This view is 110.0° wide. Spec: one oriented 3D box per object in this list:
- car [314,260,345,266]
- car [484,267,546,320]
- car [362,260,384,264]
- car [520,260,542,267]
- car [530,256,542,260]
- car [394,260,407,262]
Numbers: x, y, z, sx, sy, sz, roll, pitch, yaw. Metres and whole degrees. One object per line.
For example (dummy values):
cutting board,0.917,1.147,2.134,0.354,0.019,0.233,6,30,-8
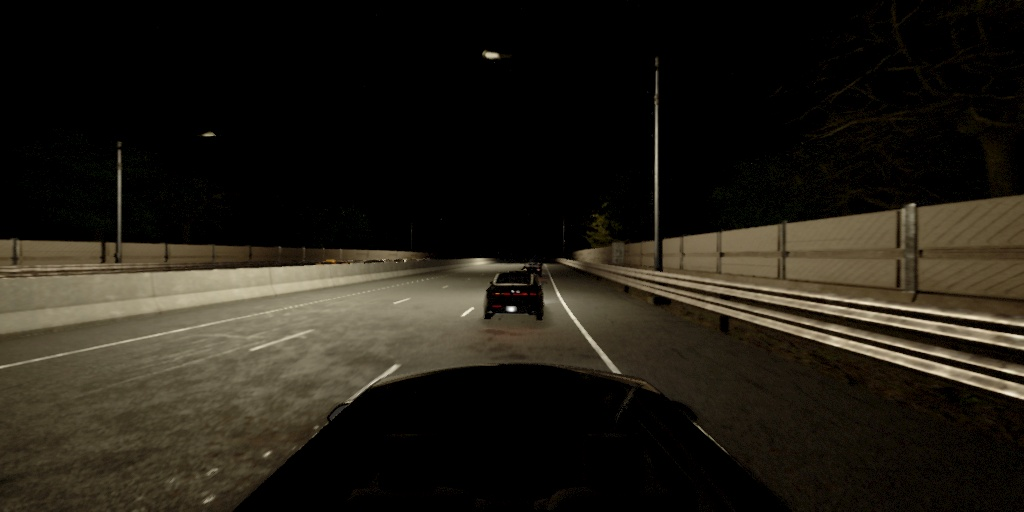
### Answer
car,-19.005,1.183,37.396,1.882,1.535,5.008,0,0,5
car,0.171,1.290,12.717,1.837,1.490,4.892,0,0,5
car,-15.343,1.213,39.233,1.837,1.490,4.892,0,0,5
car,2.039,1.329,36.029,1.895,1.301,4.718,0,0,5
car,3.334,1.201,52.173,2.128,1.511,4.902,0,0,5
car,-17.438,1.248,56.318,1.994,1.385,4.181,0,0,5
